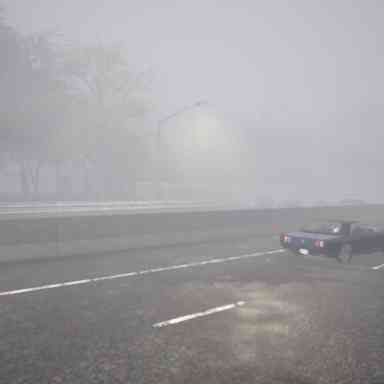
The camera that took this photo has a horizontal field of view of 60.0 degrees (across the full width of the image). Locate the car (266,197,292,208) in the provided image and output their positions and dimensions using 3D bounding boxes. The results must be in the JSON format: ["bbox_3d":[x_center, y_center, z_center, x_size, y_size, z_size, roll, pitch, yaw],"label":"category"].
[{"bbox_3d":[11.010,1.554,37.624,4.892,1.490,1.837,0,0,-35],"label":"car"}]

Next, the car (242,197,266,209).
[{"bbox_3d":[8.082,1.399,39.630,4.553,1.767,2.097,0,0,-37],"label":"car"}]

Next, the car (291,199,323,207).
[{"bbox_3d":[12.828,1.575,34.623,4.674,1.442,1.812,0,0,-35],"label":"car"}]

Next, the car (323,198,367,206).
[{"bbox_3d":[15.043,1.401,31.903,4.553,1.767,2.097,0,0,-35],"label":"car"}]

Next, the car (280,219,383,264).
[{"bbox_3d":[5.385,1.616,11.888,4.718,1.301,1.895,0,0,-35],"label":"car"}]
